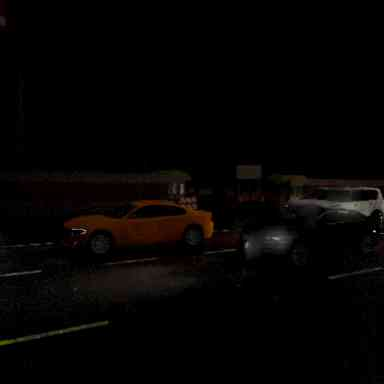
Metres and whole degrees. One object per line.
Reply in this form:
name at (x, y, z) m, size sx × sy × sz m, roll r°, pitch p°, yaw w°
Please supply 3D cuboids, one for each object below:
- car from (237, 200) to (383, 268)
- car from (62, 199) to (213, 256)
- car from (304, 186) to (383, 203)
car at (3.636, 1.173, 10.088) m, size 4.902 × 1.511 × 2.128 m, roll 0°, pitch 2°, yaw -30°
car at (-1.650, 1.026, 11.086) m, size 5.008 × 1.535 × 1.882 m, roll 0°, pitch 2°, yaw -30°
car at (6.965, 0.746, 16.014) m, size 5.566 × 2.045 × 2.150 m, roll 0°, pitch 2°, yaw -30°
